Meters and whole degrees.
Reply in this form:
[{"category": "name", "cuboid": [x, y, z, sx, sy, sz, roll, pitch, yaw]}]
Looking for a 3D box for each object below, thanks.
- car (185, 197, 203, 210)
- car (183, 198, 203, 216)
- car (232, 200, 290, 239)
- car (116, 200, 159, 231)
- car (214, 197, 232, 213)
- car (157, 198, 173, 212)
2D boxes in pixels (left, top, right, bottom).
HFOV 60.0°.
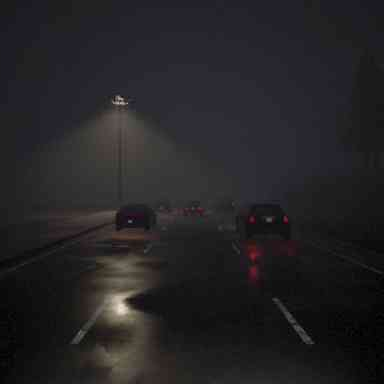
[{"category": "car", "cuboid": [0.279, 1.492, 42.911, 2.128, 1.511, 4.902, 0, 0, 2]}, {"category": "car", "cuboid": [0.098, 1.547, 32.766, 2.033, 1.411, 5.357, 0, 0, 0]}, {"category": "car", "cuboid": [3.600, 1.352, 17.613, 2.097, 1.767, 4.553, 0, 0, 0]}, {"category": "car", "cuboid": [-3.399, 1.478, 20.739, 1.882, 1.535, 5.008, 0, 0, 0]}, {"category": "car", "cuboid": [3.635, 1.353, 37.636, 2.097, 1.767, 4.553, 0, 0, 1]}, {"category": "car", "cuboid": [-3.348, 1.504, 39.114, 1.837, 1.490, 4.892, 0, 0, 1]}]
